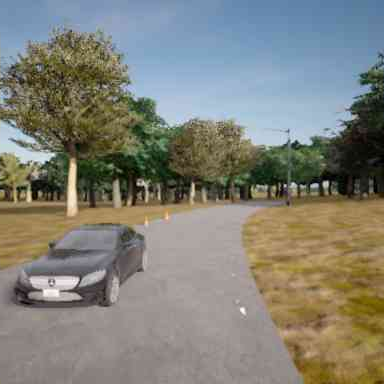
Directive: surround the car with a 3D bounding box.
[{"bbox_3d":[-2.315,1.528,8.190,1.812,1.442,4.674,0,0,4],"label":"car"}]
